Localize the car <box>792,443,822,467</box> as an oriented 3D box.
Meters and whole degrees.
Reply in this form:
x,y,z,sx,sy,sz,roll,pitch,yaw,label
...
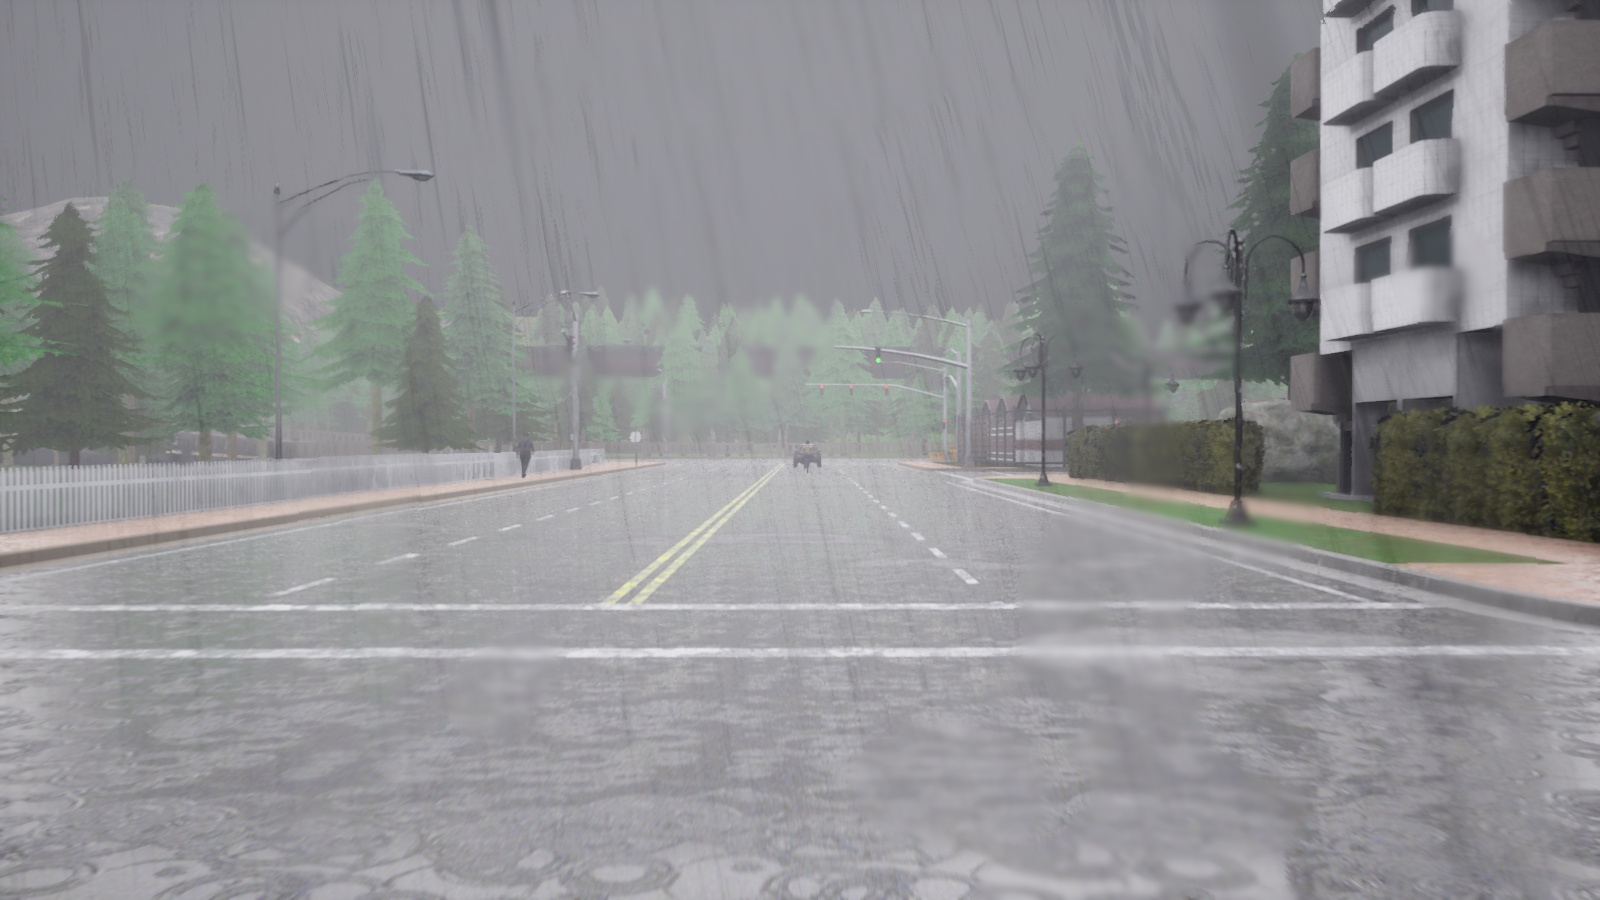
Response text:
x,y,z,sx,sy,sz,roll,pitch,yaw,label
0.464,0.317,78.699,1.816,1.474,4.193,0,0,0,car

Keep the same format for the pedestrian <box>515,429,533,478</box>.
x,y,z,sx,sy,sz,roll,pitch,yaw,label
-10.499,0.127,47.779,0.540,1.848,0.694,0,0,-1,pedestrian
